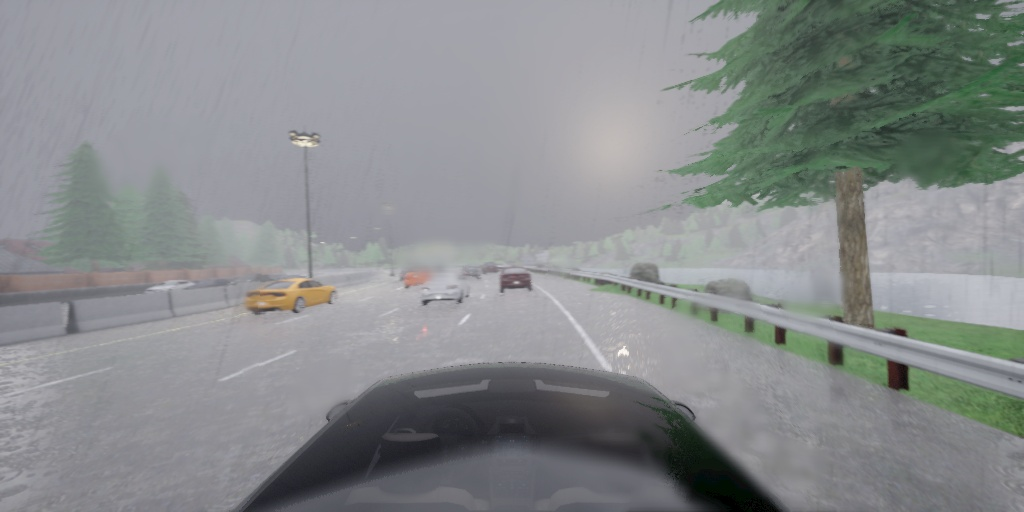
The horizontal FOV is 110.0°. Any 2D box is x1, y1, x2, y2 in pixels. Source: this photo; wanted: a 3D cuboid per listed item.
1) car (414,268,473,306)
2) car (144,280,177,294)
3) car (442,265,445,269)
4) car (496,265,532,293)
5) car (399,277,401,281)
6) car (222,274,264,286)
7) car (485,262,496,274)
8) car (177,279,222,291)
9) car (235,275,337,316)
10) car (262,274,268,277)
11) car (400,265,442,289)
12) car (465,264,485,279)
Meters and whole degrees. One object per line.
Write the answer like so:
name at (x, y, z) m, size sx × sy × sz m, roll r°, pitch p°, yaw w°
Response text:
car at (-3.201, 1.542, 17.639) m, size 1.812 × 1.442 × 4.674 m, roll -2°, pitch 0°, yaw -1°
car at (-32.444, 3.047, 34.308) m, size 1.812 × 1.442 × 4.674 m, roll -3°, pitch 0°, yaw -7°
car at (-11.341, 2.183, 55.496) m, size 1.837 × 1.490 × 4.892 m, roll -1°, pitch 0°, yaw -14°
car at (0.131, 1.381, 22.794) m, size 1.882 × 1.535 × 5.008 m, roll -2°, pitch 0°, yaw -3°
car at (-11.944, 2.148, 41.750) m, size 2.033 × 1.411 × 5.357 m, roll -2°, pitch 0°, yaw -11°
car at (-25.517, 2.587, 35.218) m, size 2.097 × 1.767 × 4.553 m, roll -3°, pitch 0°, yaw -7°
car at (-3.277, 1.626, 50.933) m, size 2.097 × 1.767 × 4.553 m, roll -3°, pitch 0°, yaw -12°
car at (-28.973, 2.927, 34.747) m, size 2.033 × 1.411 × 5.357 m, roll -3°, pitch 0°, yaw -7°
car at (-10.241, 1.812, 17.111) m, size 1.882 × 1.535 × 5.008 m, roll -2°, pitch 0°, yaw -1°
car at (-22.036, 2.617, 35.626) m, size 2.033 × 1.411 × 5.357 m, roll -3°, pitch 0°, yaw -7°
car at (-7.318, 1.645, 29.324) m, size 2.097 × 1.767 × 4.553 m, roll -3°, pitch 0°, yaw -5°
car at (-4.505, 1.789, 39.259) m, size 2.033 × 1.411 × 5.357 m, roll -2°, pitch 0°, yaw -9°
